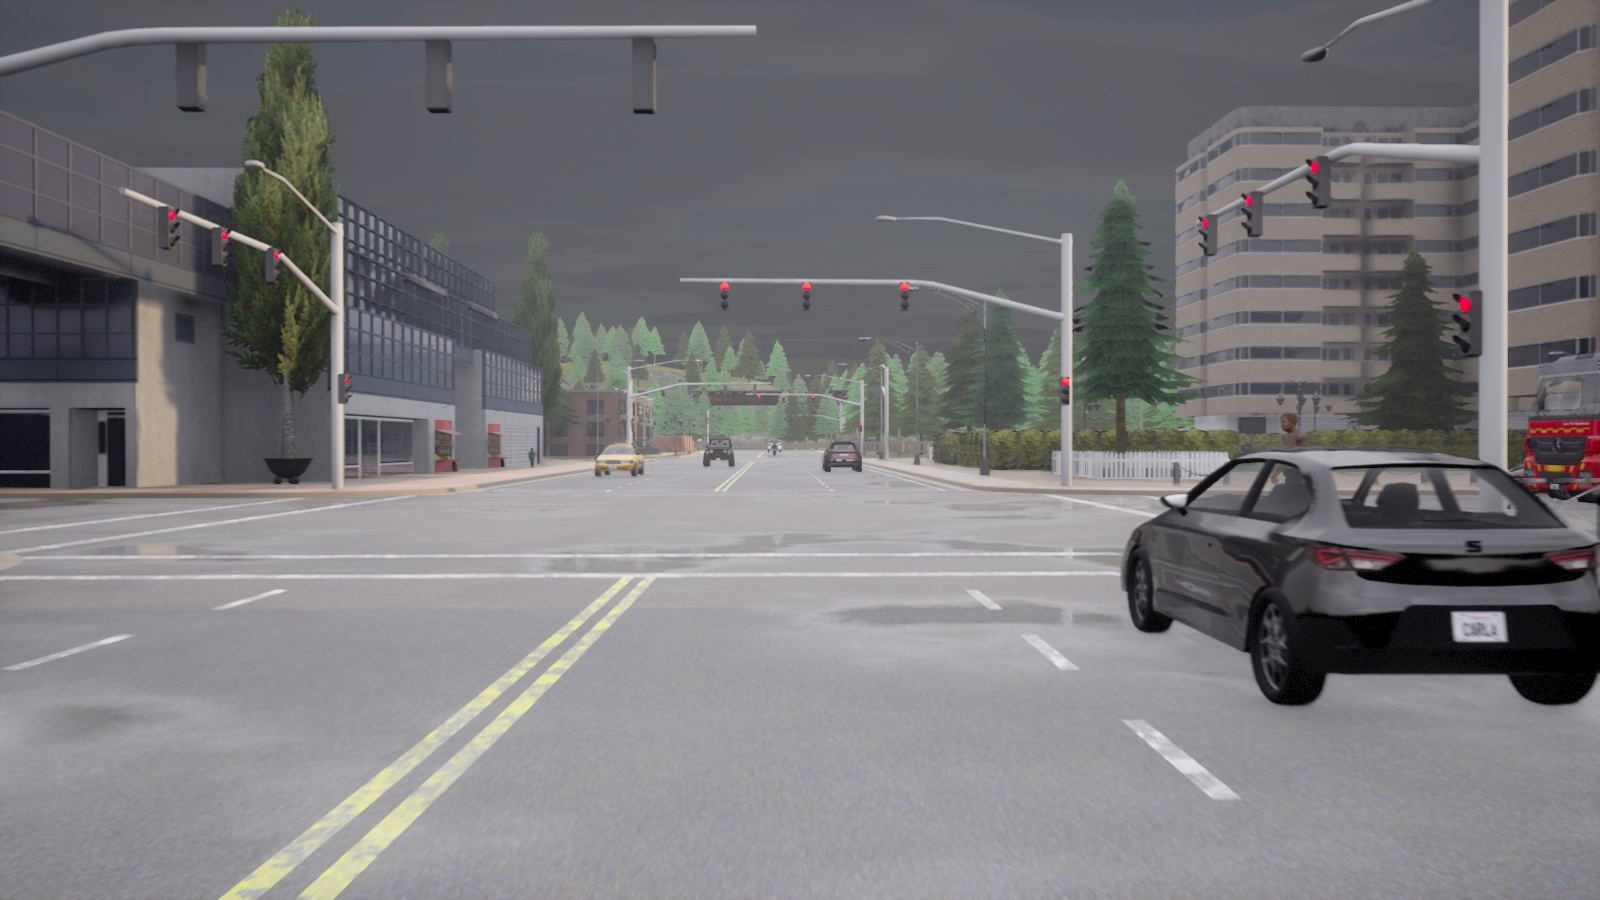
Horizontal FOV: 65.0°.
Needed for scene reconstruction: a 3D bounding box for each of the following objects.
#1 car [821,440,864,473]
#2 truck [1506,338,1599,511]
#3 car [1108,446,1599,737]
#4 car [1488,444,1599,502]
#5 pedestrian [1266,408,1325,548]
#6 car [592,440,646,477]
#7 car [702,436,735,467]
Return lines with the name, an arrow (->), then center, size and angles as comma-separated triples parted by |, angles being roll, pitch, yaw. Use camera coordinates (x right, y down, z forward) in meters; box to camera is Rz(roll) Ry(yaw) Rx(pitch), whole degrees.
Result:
car -> 2.186, 0.306, 66.122 | 2.033, 1.649, 4.856 | 0, 0, -1
truck -> 21.533, -0.567, 29.356 | 8.468, 3.827, 2.891 | 0, 0, -1
car -> 3.519, 0.715, 8.505 | 1.816, 1.474, 4.193 | 0, 0, 0
car -> 20.986, 0.577, 32.851 | 4.792, 1.488, 2.163 | 0, 0, -1
pedestrian -> 6.595, 0.372, 16.721 | 0.634, 1.846, 0.331 | 0, 0, -6
car -> -8.127, 0.359, 56.831 | 1.801, 1.575, 5.366 | 0, 0, -1
car -> -5.071, 0.095, 78.691 | 1.905, 1.878, 3.866 | 0, 0, -1
